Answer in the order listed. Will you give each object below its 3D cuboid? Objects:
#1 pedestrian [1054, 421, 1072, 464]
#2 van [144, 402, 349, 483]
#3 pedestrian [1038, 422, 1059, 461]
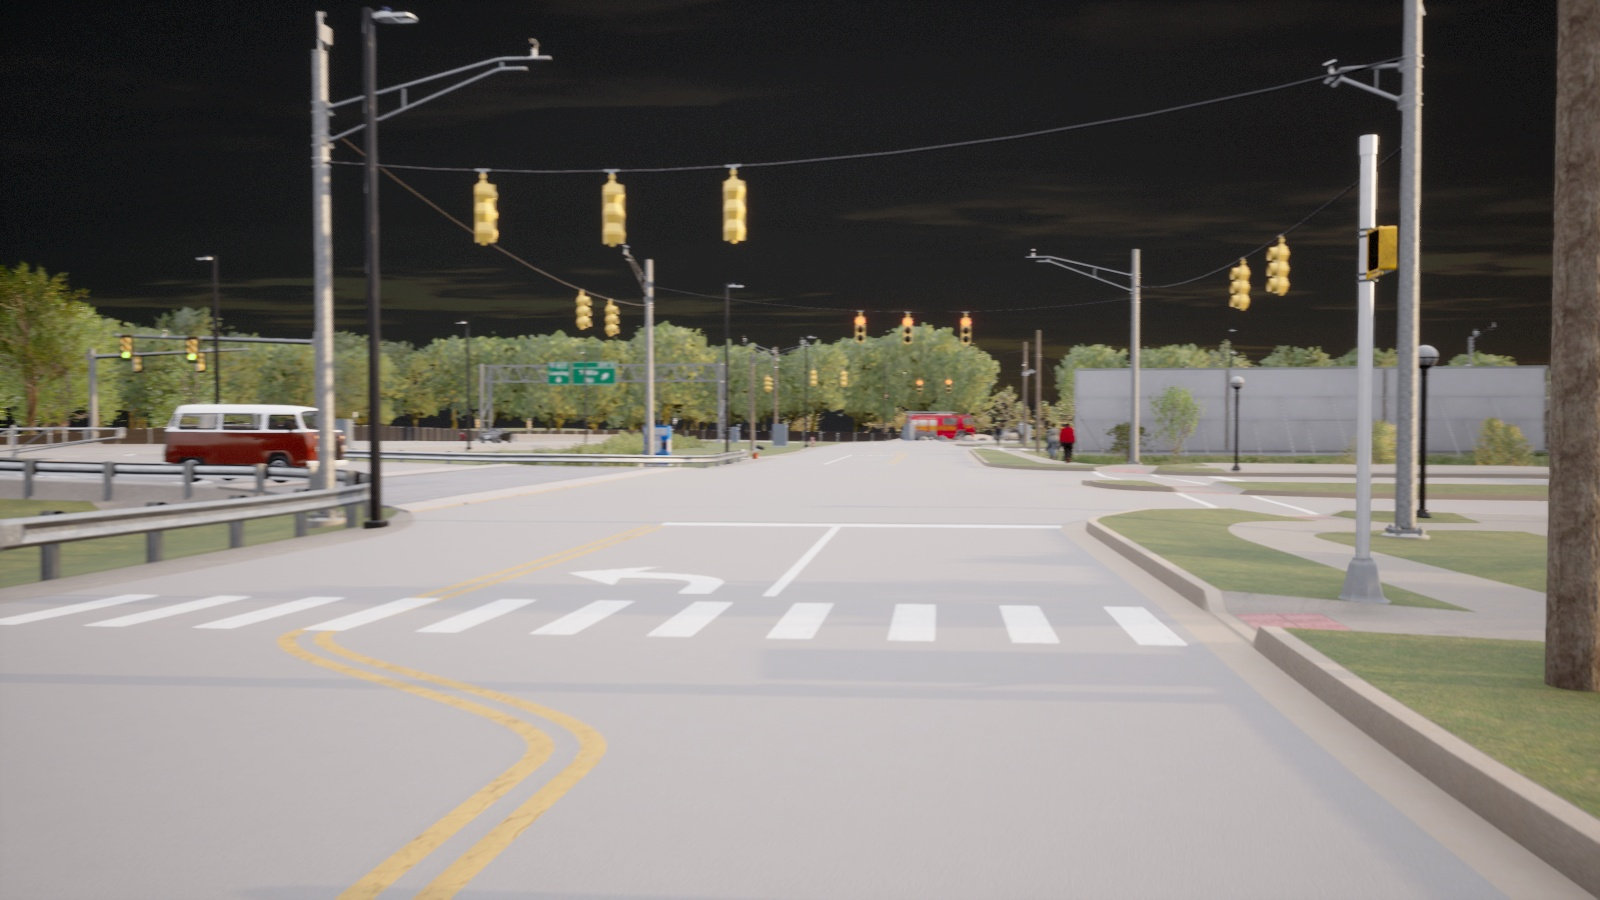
[{"bbox_3d":[11.364,-0.333,54.259,0.634,1.844,0.899,1,2,18],"label":"pedestrian"},{"bbox_3d":[-14.401,-0.204,32.794,4.480,2.038,2.069,0,1,9],"label":"van"},{"bbox_3d":[12.039,-0.410,60.847,0.874,1.855,0.900,0,2,6],"label":"pedestrian"}]
